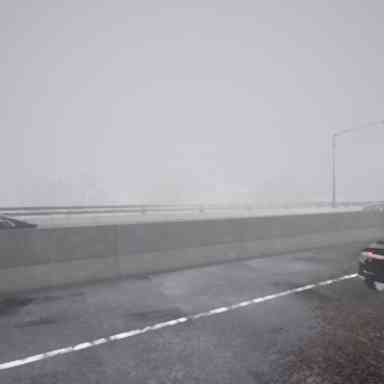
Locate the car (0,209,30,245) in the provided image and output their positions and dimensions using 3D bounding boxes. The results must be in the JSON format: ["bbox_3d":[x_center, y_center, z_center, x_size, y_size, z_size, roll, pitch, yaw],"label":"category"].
[{"bbox_3d":[-9.698,1.523,14.260,4.674,1.442,1.812,0,0,-35],"label":"car"}]

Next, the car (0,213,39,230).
[{"bbox_3d":[-7.780,1.489,11.329,4.902,1.511,2.128,0,0,-35],"label":"car"}]

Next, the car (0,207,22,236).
[{"bbox_3d":[-11.845,1.543,17.032,5.357,1.411,2.033,0,0,-35],"label":"car"}]

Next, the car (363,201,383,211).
[{"bbox_3d":[23.031,1.862,41.203,4.181,1.385,1.994,1,0,-34],"label":"car"}]

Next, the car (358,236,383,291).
[{"bbox_3d":[5.889,1.547,7.898,4.902,1.511,2.128,0,0,-35],"label":"car"}]
